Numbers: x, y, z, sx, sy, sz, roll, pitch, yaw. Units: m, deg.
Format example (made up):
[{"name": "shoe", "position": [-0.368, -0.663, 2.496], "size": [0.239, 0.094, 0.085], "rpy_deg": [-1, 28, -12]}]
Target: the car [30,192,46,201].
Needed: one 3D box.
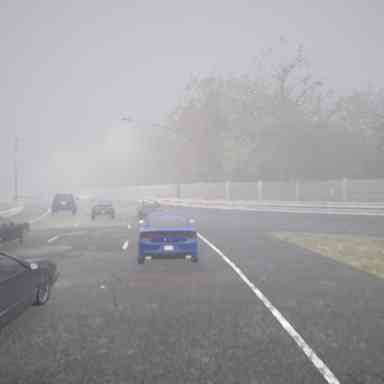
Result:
[{"name": "car", "position": [-36.877, 1.221, 77.930], "size": [4.902, 1.511, 2.128], "rpy_deg": [0, 0, 42]}]

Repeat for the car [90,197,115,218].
[{"name": "car", "position": [-7.730, 1.427, 28.852], "size": [2.128, 1.511, 4.902], "rpy_deg": [0, 0, -16]}]

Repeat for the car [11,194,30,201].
[{"name": "car", "position": [-39.329, 1.212, 75.433], "size": [4.892, 1.490, 1.837], "rpy_deg": [0, 0, 42]}]

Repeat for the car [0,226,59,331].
[{"name": "car", "position": [-3.694, 1.544, 4.869], "size": [2.033, 1.411, 5.357], "rpy_deg": [0, 0, -4]}]

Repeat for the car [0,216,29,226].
[{"name": "car", "position": [-8.008, 1.587, 12.951], "size": [1.895, 1.301, 4.718], "rpy_deg": [0, 0, -8]}]

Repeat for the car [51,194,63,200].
[{"name": "car", "position": [-32.516, 1.226, 80.267], "size": [1.994, 1.385, 4.181], "rpy_deg": [0, 0, -33]}]

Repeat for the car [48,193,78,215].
[{"name": "car", "position": [-12.740, 1.160, 33.365], "size": [2.150, 2.045, 5.566], "rpy_deg": [0, 0, -18]}]

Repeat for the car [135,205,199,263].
[{"name": "car", "position": [-0.900, 1.443, 11.986], "size": [1.882, 1.535, 5.008], "rpy_deg": [0, 0, -5]}]

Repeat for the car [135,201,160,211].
[{"name": "car", "position": [-3.424, 1.421, 26.315], "size": [2.128, 1.511, 4.902], "rpy_deg": [0, 0, -14]}]

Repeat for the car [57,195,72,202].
[{"name": "car", "position": [-28.696, 1.458, 74.893], "size": [1.895, 1.301, 4.718], "rpy_deg": [0, 0, -36]}]
